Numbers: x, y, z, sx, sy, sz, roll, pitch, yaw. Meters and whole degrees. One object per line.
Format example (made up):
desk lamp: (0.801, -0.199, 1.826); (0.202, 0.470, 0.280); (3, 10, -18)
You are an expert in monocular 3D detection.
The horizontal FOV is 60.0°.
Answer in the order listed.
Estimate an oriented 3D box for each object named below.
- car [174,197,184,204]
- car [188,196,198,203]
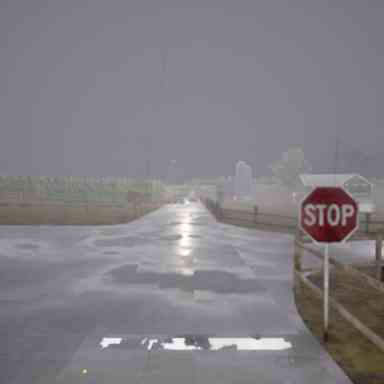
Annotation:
car: (-2.545, 1.642, 65.876); (2.033, 1.411, 5.357); (0, 0, 0)
car: (0.224, 1.641, 72.091); (2.033, 1.411, 5.357); (0, 0, 0)
